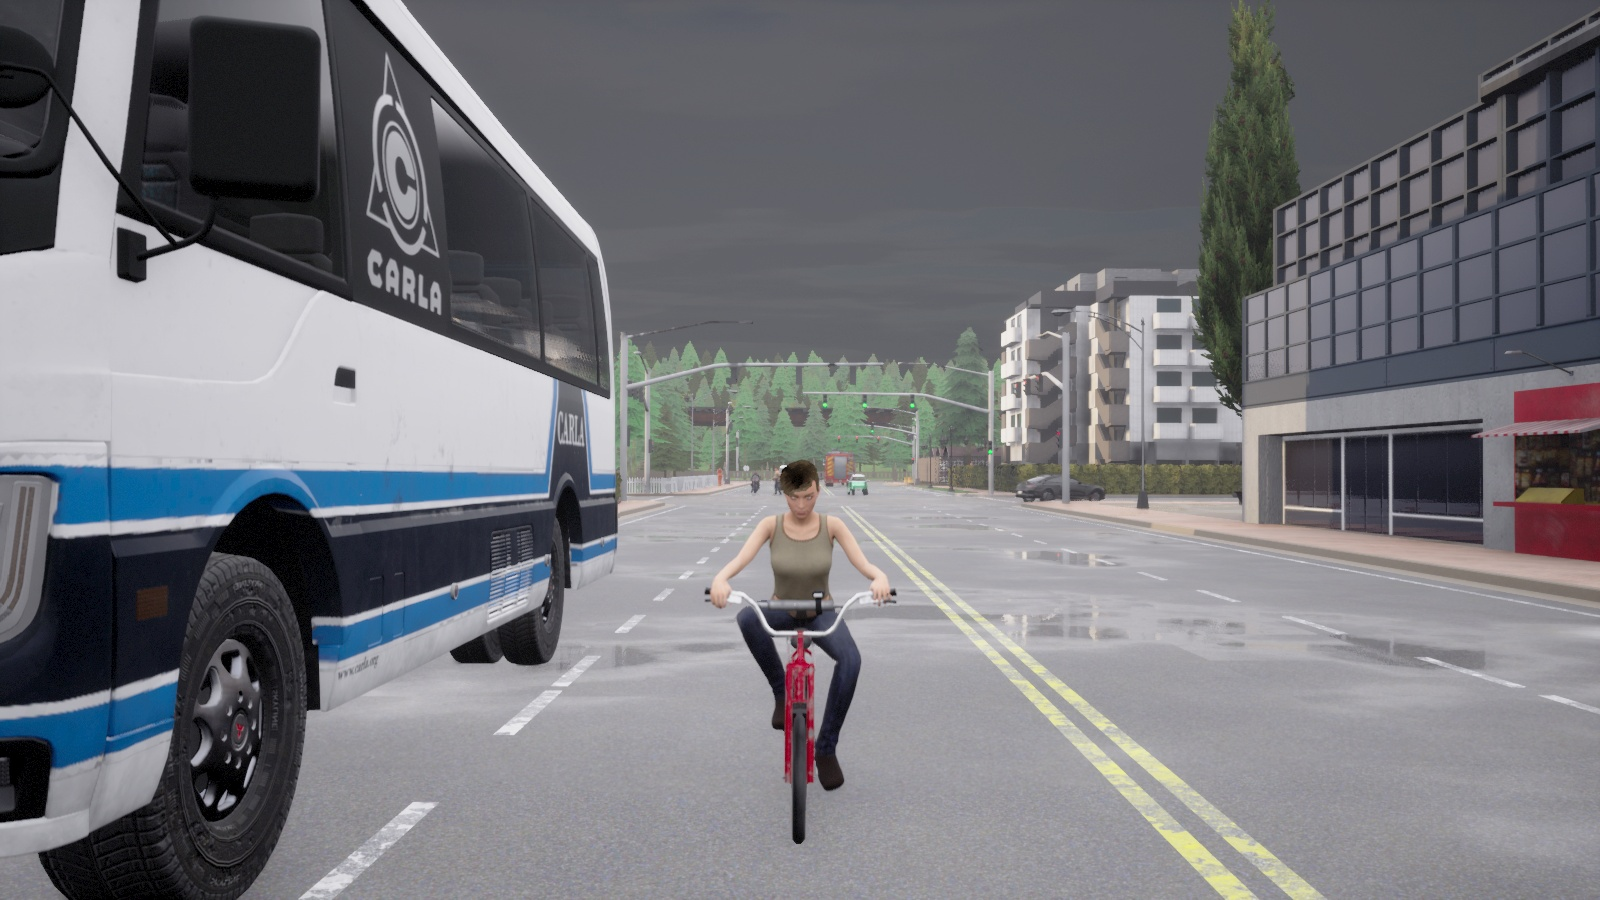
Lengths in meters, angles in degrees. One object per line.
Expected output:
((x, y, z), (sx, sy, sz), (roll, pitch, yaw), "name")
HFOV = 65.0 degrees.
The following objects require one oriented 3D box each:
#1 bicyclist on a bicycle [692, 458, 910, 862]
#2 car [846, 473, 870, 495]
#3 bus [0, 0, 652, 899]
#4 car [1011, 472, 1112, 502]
((0.011, 0.849, 5.796), (0.866, 1.612, 1.509), (0, 0, 1), "bicyclist on a bicycle")
((3.844, 2.243, 82.928), (1.481, 1.376, 2.207), (0, -1, 0), "car")
((-3.490, -0.422, 7.523), (3.944, 4.253, 10.273), (0, -1, 0), "bus")
((13.083, 1.841, 62.861), (4.674, 1.442, 1.812), (0, -1, -21), "car")
